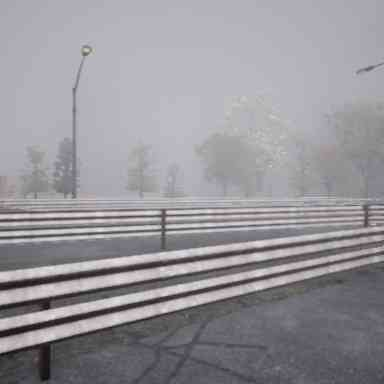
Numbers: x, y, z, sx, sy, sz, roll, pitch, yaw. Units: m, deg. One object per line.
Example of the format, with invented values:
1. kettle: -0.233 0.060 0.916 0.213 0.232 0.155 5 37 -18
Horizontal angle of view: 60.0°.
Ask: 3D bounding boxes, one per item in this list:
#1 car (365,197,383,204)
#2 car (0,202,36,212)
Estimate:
1. car: 19.871 1.269 33.821 4.902 1.511 2.128 0 0 -23
2. car: -11.849 1.177 19.440 5.008 1.535 1.882 0 0 -26
